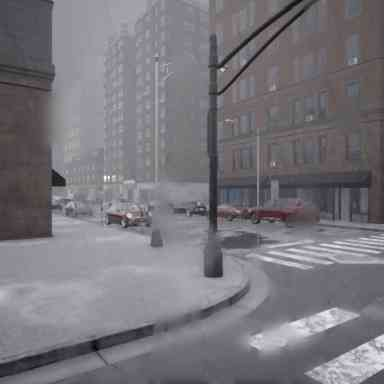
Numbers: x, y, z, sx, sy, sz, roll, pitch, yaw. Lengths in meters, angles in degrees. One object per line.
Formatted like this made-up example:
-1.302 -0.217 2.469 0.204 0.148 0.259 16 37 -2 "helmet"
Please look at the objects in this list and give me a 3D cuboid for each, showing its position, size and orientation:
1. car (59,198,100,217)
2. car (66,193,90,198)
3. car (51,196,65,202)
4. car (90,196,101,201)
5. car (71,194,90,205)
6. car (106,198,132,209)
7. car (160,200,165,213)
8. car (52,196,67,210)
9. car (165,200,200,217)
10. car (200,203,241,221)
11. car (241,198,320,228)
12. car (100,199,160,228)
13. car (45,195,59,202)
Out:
-10.493 1.529 30.778 2.008 1.369 4.403 0 0 -35 "car"
-18.214 1.174 51.761 2.150 2.045 5.566 0 0 -35 "car"
-28.973 1.475 71.838 2.008 1.369 4.403 0 0 -35 "car"
-16.004 1.456 53.915 1.837 1.490 4.892 0 0 -35 "car"
-20.044 1.296 59.596 2.097 1.767 4.553 0 0 -35 "car"
-9.894 1.531 44.738 1.947 1.339 4.313 0 0 -35 "car"
-3.535 1.528 35.705 2.008 1.369 4.403 0 0 -35 "car"
-16.855 1.510 39.814 1.887 1.381 4.507 0 0 -35 "car"
-0.355 1.549 31.188 1.947 1.339 4.313 0 0 -35 "car"
2.825 1.570 26.672 1.802 1.307 4.206 0 0 -35 "car"
6.005 1.309 22.155 2.192 1.841 5.009 0 0 -35 "car"
-4.132 1.429 21.742 1.967 1.590 4.097 0 0 -35 "car"
-32.153 1.469 76.354 2.008 1.369 4.403 0 0 -35 "car"
